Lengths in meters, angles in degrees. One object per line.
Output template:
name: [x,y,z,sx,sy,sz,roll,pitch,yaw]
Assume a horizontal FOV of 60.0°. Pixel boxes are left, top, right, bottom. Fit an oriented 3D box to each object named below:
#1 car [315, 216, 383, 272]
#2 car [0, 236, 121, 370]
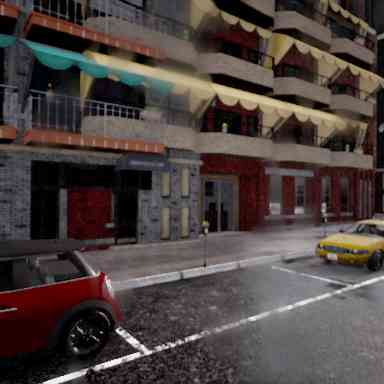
car: [5.928,1.506,10.796,4.829,1.417,1.752,0,1,-36]
car: [-3.125,1.440,4.314,4.097,1.590,1.967,0,1,-36]
